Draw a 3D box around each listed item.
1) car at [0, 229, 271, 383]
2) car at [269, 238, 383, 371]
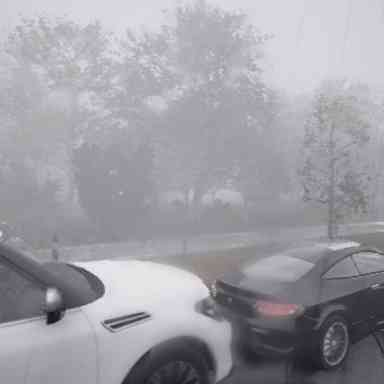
[{"bbox_3d":[-2.215,1.221,2.534,5.566,2.045,2.435,-1,0,-38],"label":"car"},{"bbox_3d":[2.386,1.520,5.661,4.674,1.452,2.002,-1,0,-34],"label":"car"}]
